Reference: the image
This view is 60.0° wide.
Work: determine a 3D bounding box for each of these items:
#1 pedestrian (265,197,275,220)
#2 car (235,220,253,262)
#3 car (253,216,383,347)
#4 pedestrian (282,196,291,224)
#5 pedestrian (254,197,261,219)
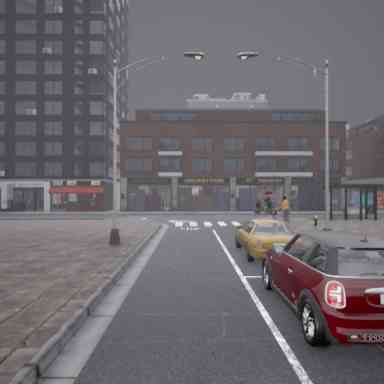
[{"bbox_3d":[5.194,1.146,22.335,0.375,1.860,0.375,0,0,0],"label":"pedestrian"},{"bbox_3d":[2.576,1.528,11.935,1.752,1.417,4.829,0,0,0],"label":"car"},{"bbox_3d":[2.609,1.441,6.328,1.967,1.590,4.097,0,0,0],"label":"car"},{"bbox_3d":[6.138,1.146,21.680,0.375,1.860,0.375,0,0,0],"label":"pedestrian"},{"bbox_3d":[4.559,1.145,22.870,0.375,1.860,0.375,0,0,0],"label":"pedestrian"}]
